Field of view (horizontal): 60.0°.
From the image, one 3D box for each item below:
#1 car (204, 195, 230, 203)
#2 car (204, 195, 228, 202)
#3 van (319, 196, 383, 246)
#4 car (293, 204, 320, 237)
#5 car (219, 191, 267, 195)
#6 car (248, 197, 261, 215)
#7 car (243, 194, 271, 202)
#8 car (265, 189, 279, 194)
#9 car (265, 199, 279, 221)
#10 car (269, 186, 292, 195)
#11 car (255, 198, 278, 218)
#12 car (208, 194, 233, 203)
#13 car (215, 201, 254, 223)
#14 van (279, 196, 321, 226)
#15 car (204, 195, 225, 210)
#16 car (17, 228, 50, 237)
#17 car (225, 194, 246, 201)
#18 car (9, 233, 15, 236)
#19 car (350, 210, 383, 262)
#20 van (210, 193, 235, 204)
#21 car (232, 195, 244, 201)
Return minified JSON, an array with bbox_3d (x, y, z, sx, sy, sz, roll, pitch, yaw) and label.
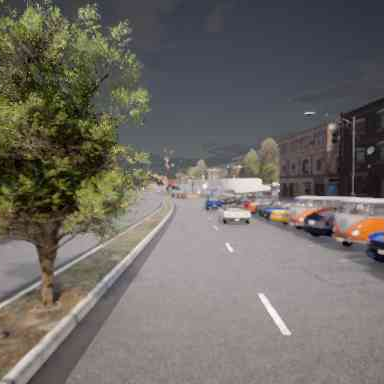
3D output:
[{"bbox_3d":[5.285,1.428,70.568,5.366,1.575,1.946,1,0,-26],"label":"car"},{"bbox_3d":[5.342,1.467,73.628,4.792,1.488,2.163,1,0,-26],"label":"car"},{"bbox_3d":[7.663,1.249,13.311,4.442,1.987,1.878,1,0,-20],"label":"van"},{"bbox_3d":[7.795,1.504,16.380,4.792,1.488,2.163,1,0,-20],"label":"car"},{"bbox_3d":[7.147,1.200,46.529,5.566,2.045,2.435,1,0,-23],"label":"car"},{"bbox_3d":[7.688,1.467,28.425,4.892,1.521,2.231,1,0,-21],"label":"car"},{"bbox_3d":[7.631,1.338,31.444,4.553,1.767,2.185,1,0,-21],"label":"car"},{"bbox_3d":[19.985,0.144,85.805,2.002,1.452,4.674,-7,4,-30],"label":"car"},{"bbox_3d":[7.925,1.470,22.464,5.366,1.575,1.946,1,0,-20],"label":"car"},{"bbox_3d":[22.932,-0.437,86.322,2.435,2.045,5.566,-7,4,-30],"label":"car"},{"bbox_3d":[7.743,1.468,25.407,5.008,1.535,2.097,1,0,-21],"label":"car"},{"bbox_3d":[5.760,1.310,67.653,4.553,1.767,2.185,1,0,-25],"label":"car"},{"bbox_3d":[3.065,1.588,24.876,1.895,1.301,4.718,0,0,-1],"label":"car"},{"bbox_3d":[7.658,1.245,19.336,4.442,1.987,1.878,1,0,-20],"label":"van"},{"bbox_3d":[2.640,1.455,42.542,1.882,1.535,5.008,0,0,-2],"label":"car"},{"bbox_3d":[-10.462,1.248,17.104,5.566,2.045,2.435,-1,0,-20],"label":"car"},{"bbox_3d":[7.308,1.454,43.525,5.008,1.535,2.097,1,0,-23],"label":"car"},{"bbox_3d":[-10.405,1.529,14.156,4.792,1.488,2.163,-1,0,-20],"label":"car"},{"bbox_3d":[7.769,1.477,10.347,5.008,1.535,2.097,1,0,-20],"label":"car"},{"bbox_3d":[5.888,1.211,64.580,4.442,1.987,1.878,1,0,-25],"label":"van"},{"bbox_3d":[7.508,1.458,37.490,5.008,1.535,2.097,1,0,-22],"label":"car"}]
